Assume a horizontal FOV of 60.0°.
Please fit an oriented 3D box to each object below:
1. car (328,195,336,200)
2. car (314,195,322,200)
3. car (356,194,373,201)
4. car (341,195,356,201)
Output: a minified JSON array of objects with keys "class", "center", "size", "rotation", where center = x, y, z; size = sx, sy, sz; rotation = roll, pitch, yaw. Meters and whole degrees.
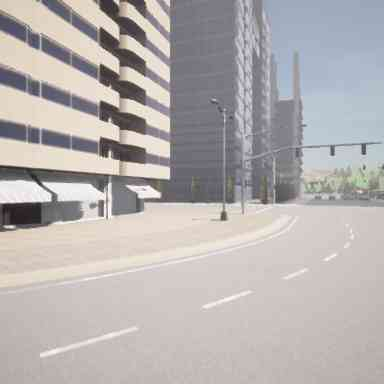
[{"class":"car","center":[37.161,1.575,88.162],"size":[1.895,1.301,4.718],"rotation":[0,0,21]},{"class":"car","center":[33.887,1.575,89.400],"size":[1.895,1.301,4.718],"rotation":[0,0,21]},{"class":"car","center":[41.918,1.547,80.951],"size":[1.895,1.301,4.718],"rotation":[0,0,21]},{"class":"car","center":[38.778,1.511,82.543],"size":[1.994,1.385,4.181],"rotation":[0,0,21]}]
